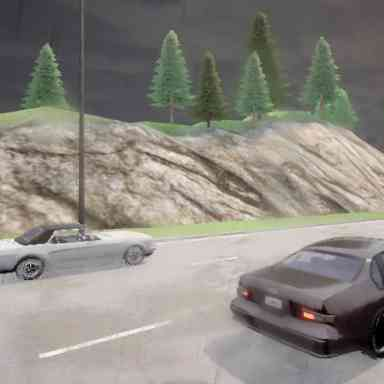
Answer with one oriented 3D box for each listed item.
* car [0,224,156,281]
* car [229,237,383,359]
[{"bbox_3d":[-3.474,1.601,9.863,4.718,1.301,1.895,0,0,-36],"label":"car"},{"bbox_3d":[3.137,1.547,5.977,5.357,1.411,2.033,0,0,-36],"label":"car"}]
